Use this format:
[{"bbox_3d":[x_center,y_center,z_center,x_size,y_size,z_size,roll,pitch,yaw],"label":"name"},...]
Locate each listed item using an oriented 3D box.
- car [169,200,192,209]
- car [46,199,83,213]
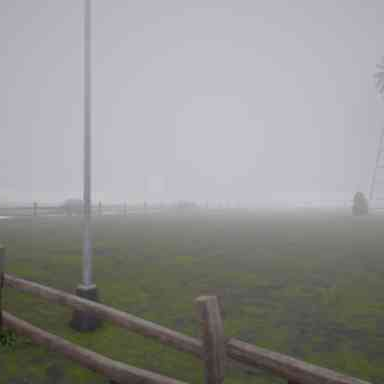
[{"bbox_3d":[-1.979,2.208,58.378,2.128,1.511,4.902,0,-1,36],"label":"car"},{"bbox_3d":[-15.095,1.661,39.997,2.097,1.767,4.553,0,-1,35],"label":"car"}]
